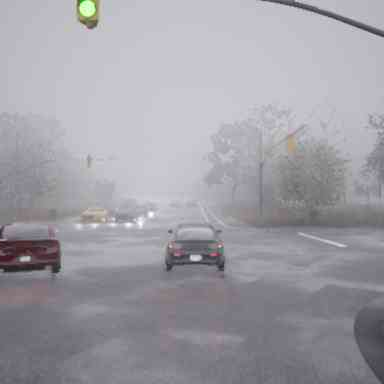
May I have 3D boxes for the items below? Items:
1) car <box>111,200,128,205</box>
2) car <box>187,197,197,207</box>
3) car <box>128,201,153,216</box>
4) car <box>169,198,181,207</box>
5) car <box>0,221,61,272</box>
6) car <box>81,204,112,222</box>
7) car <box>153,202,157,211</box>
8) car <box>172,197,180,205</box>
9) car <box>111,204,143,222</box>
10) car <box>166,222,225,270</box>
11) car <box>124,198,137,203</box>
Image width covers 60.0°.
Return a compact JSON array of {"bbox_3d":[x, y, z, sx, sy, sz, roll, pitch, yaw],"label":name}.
[{"bbox_3d":[-10.586,2.336,45.294,2.097,1.767,4.553,0,0,0],"label":"car"},{"bbox_3d":[-0.003,2.250,66.655,1.994,1.385,4.181,0,1,0],"label":"car"},{"bbox_3d":[-7.087,2.476,46.036,2.128,1.511,4.902,0,0,0],"label":"car"},{"bbox_3d":[-3.502,2.294,66.361,1.895,1.301,4.718,0,1,0],"label":"car"},{"bbox_3d":[-5.524,1.703,11.130,1.882,1.535,5.008,2,-2,-25],"label":"car"},{"bbox_3d":[-10.599,2.388,36.434,1.882,1.535,5.008,0,-1,0],"label":"car"},{"bbox_3d":[-7.023,2.388,56.093,2.128,1.511,4.902,0,1,1],"label":"car"},{"bbox_3d":[-3.604,2.018,76.270,1.812,1.442,4.674,0,1,-3],"label":"car"},{"bbox_3d":[-7.088,2.390,36.563,1.882,1.535,5.008,0,-1,1],"label":"car"},{"bbox_3d":[0.099,1.769,11.745,1.812,1.442,4.674,0,-2,0],"label":"car"},{"bbox_3d":[-10.524,2.119,55.951,2.150,2.045,5.566,0,1,0],"label":"car"}]
